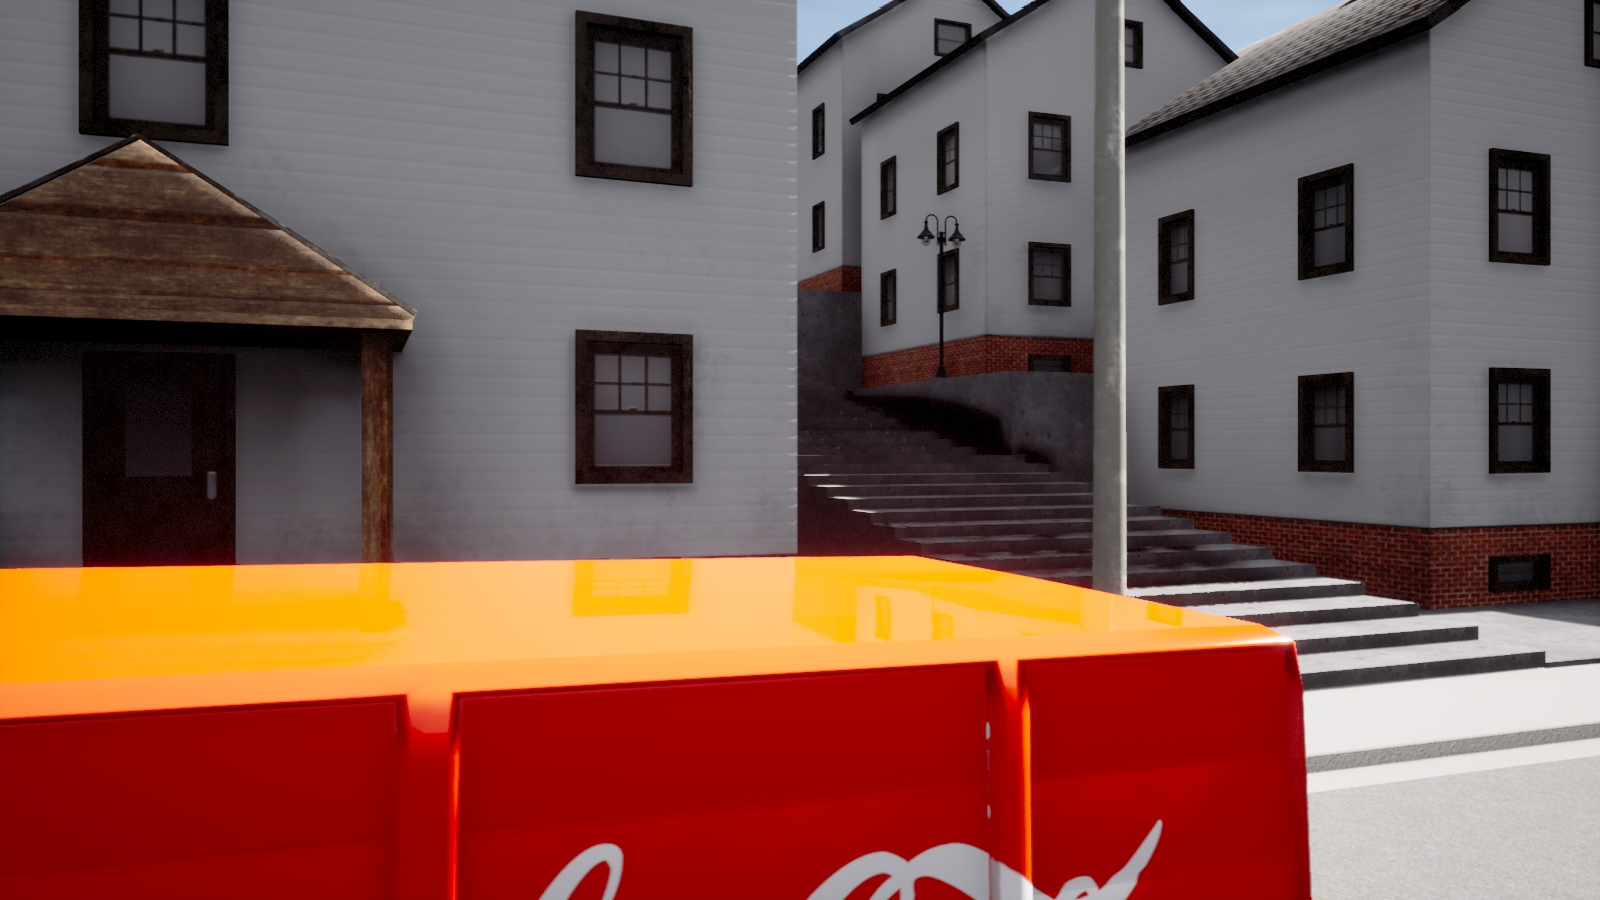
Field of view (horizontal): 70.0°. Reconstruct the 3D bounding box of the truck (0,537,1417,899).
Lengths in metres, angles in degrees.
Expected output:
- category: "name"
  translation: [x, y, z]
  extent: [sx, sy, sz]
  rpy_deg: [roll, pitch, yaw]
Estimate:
- category: "truck"
  translation: [-1.628, 1.576, 2.706]
  extent: [5.204, 2.467, 2.627]
  rpy_deg: [1, 0, -20]
